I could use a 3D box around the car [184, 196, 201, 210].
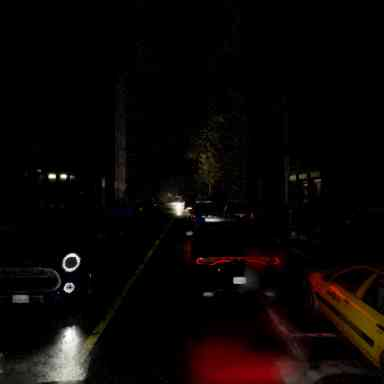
[{"bbox_3d":[-0.083,1.576,44.463,1.812,1.442,4.674,0,0,0],"label":"car"}]

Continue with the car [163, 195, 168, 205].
[{"bbox_3d":[-5.814,1.673,60.678,1.802,1.307,4.206,0,0,0],"label":"car"}]

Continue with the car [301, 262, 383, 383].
[{"bbox_3d":[2.855,1.525,4.495,1.752,1.417,4.829,0,0,1],"label":"car"}]

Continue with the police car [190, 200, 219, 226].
[{"bbox_3d":[0.840,1.436,24.712,1.930,1.638,5.238,0,0,0],"label":"police car"}]

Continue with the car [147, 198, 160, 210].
[{"bbox_3d":[-5.773,1.488,43.762,1.967,1.590,4.097,0,0,0],"label":"car"}]

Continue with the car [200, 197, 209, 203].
[{"bbox_3d":[2.684,1.707,71.966,1.802,1.307,4.206,0,0,0],"label":"car"}]

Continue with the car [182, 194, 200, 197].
[{"bbox_3d":[-0.139,1.305,57.508,2.150,2.045,5.566,0,0,0],"label":"car"}]

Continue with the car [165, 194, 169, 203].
[{"bbox_3d":[-5.841,1.650,71.786,1.752,1.417,4.829,0,0,0],"label":"car"}]

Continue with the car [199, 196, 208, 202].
[{"bbox_3d":[2.670,1.715,77.604,1.947,1.339,4.313,0,0,0],"label":"car"}]

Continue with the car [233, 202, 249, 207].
[{"bbox_3d":[2.807,1.446,21.211,1.967,1.590,4.097,0,0,0],"label":"car"}]

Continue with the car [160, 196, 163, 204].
[{"bbox_3d":[-5.787,1.607,49.400,1.887,1.381,4.507,0,0,0],"label":"car"}]

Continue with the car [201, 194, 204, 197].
[{"bbox_3d":[2.753,1.363,43.768,2.192,1.841,5.009,0,0,0],"label":"car"}]

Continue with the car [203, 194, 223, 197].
[{"bbox_3d":[2.766,1.349,38.129,2.192,1.841,5.009,0,0,0],"label":"car"}]

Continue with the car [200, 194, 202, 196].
[{"bbox_3d":[2.726,1.517,55.047,1.967,1.590,4.097,0,0,0],"label":"car"}]

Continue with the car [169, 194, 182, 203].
[{"bbox_3d":[-3.169,1.340,70.203,2.150,2.045,5.566,0,0,0],"label":"car"}]

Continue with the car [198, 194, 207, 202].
[{"bbox_3d":[2.656,1.490,83.245,2.192,1.841,5.009,0,0,0],"label":"car"}]

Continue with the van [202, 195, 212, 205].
[{"bbox_3d":[2.712,1.432,60.687,1.690,1.788,3.998,0,0,0],"label":"van"}]

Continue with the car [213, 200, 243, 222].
[{"bbox_3d":[2.794,1.453,26.849,1.967,1.590,4.097,0,0,0],"label":"car"}]

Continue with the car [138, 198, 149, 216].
[{"bbox_3d":[-5.745,1.588,32.483,1.947,1.339,4.313,0,0,0],"label":"car"}]

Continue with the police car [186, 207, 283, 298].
[{"bbox_3d":[0.878,1.426,8.711,1.930,1.638,5.238,0,0,0],"label":"police car"}]

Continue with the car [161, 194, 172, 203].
[{"bbox_3d":[-5.856,1.464,77.594,2.192,1.841,5.009,0,0,0],"label":"car"}]

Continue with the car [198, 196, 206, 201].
[{"bbox_3d":[2.643,1.746,88.884,1.887,1.381,4.507,0,0,0],"label":"car"}]

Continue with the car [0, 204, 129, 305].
[{"bbox_3d":[-3.120,1.352,8.284,2.097,1.767,4.553,0,0,0],"label":"car"}]

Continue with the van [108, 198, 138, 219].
[{"bbox_3d":[-5.731,1.354,26.845,1.690,1.788,3.998,0,0,0],"label":"van"}]

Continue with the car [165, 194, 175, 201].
[{"bbox_3d":[-5.883,1.516,88.872,2.192,1.841,5.009,0,0,0],"label":"car"}]

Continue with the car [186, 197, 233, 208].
[{"bbox_3d":[0.854,1.355,18.572,2.097,1.767,4.553,0,0,0],"label":"car"}]
